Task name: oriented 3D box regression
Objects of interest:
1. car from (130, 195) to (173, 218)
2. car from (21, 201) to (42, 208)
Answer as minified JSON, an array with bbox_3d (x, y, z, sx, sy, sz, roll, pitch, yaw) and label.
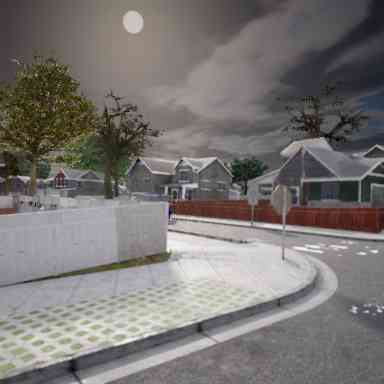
[{"bbox_3d":[-3.893,1.268,28.565,2.150,2.045,5.566,3,-2,-39],"label":"car"},{"bbox_3d":[-21.857,1.391,45.032,1.812,1.442,4.674,3,-2,-43],"label":"car"}]
